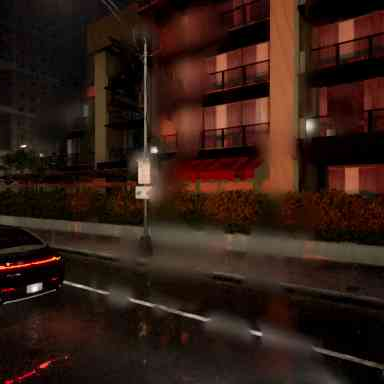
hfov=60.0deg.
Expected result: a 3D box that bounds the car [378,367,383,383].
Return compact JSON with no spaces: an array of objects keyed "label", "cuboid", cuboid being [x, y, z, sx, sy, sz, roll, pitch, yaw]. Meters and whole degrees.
[{"label":"car","cuboid":[3.784,1.547,1.376,5.357,1.411,2.033,0,0,35]}]

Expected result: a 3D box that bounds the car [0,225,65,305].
[{"label":"car","cuboid":[-4.857,1.505,7.484,4.892,1.490,1.837,0,0,35]}]
